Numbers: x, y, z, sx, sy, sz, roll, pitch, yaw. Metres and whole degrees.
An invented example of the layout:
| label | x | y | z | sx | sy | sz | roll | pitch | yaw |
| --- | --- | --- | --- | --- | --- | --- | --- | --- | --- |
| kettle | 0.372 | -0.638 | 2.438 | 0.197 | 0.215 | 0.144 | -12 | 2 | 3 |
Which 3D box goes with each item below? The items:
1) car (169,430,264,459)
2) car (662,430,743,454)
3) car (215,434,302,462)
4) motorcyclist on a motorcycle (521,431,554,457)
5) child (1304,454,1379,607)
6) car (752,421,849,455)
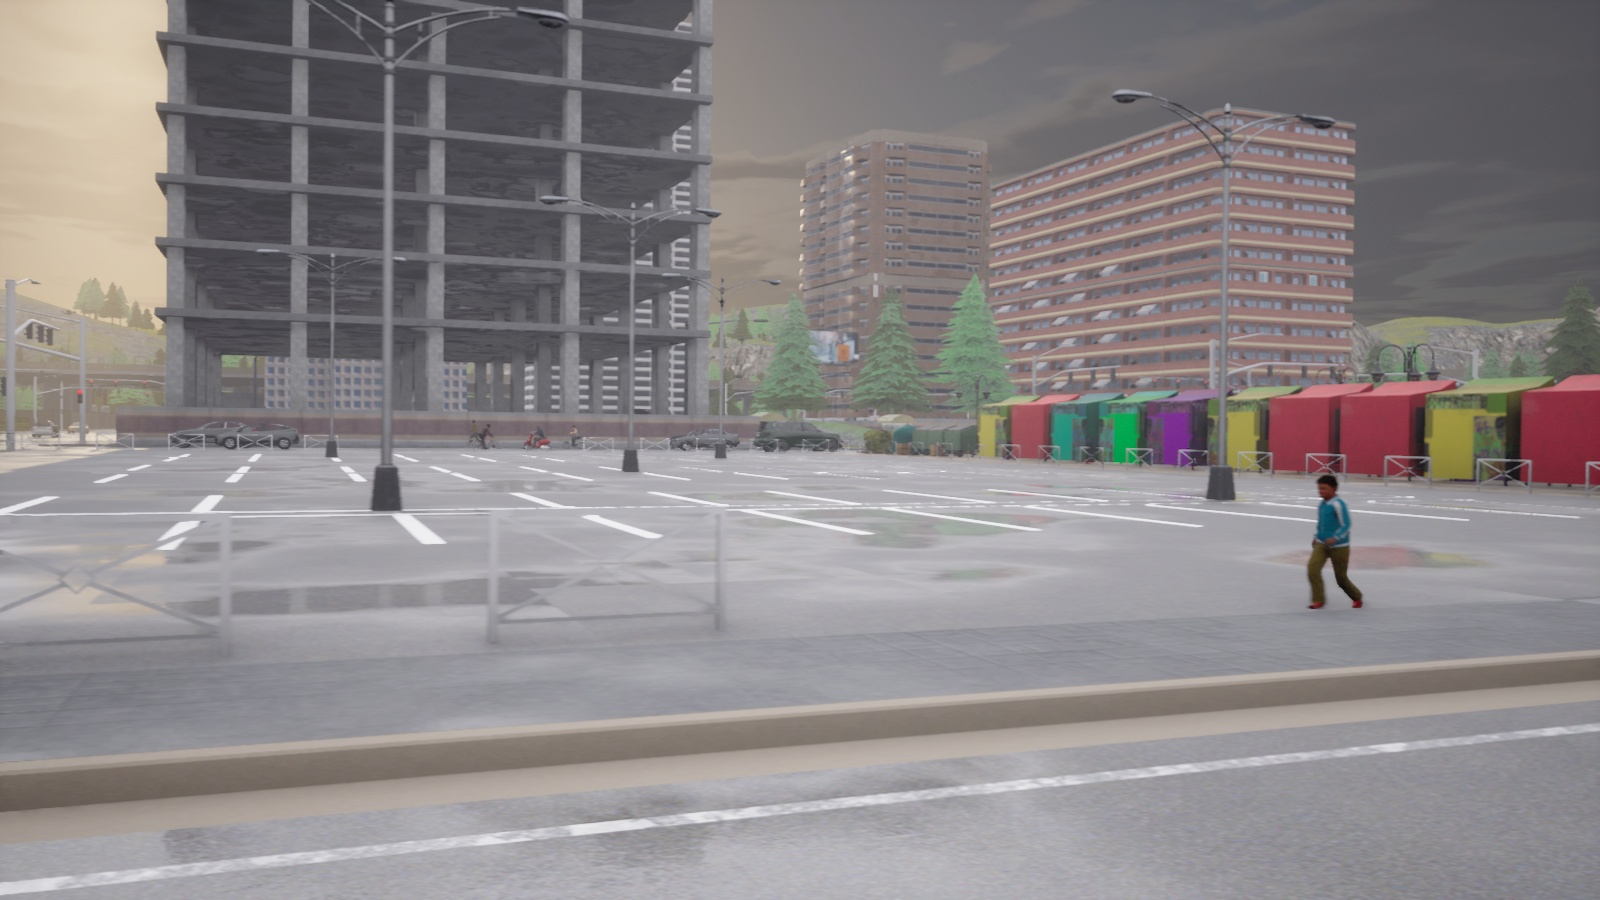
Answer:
| label | x | y | z | sx | sy | sz | roll | pitch | yaw |
| --- | --- | --- | --- | --- | --- | --- | --- | --- | --- |
| car | -34.582 | -0.333 | 74.580 | 5.027 | 1.651 | 2.152 | -1 | 1 | -22 |
| car | -6.389 | -0.546 | 82.406 | 4.902 | 1.511 | 2.128 | -1 | 1 | -22 |
| car | -31.116 | -0.160 | 72.224 | 4.514 | 1.525 | 2.007 | -1 | 1 | -22 |
| motorcyclist on a motorcycle | -16.362 | -0.389 | 78.300 | 1.817 | 1.590 | 0.866 | -1 | 1 | -22 |
| child | 4.374 | 0.635 | 10.141 | 0.448 | 1.192 | 0.343 | -1 | 1 | -24 |
| car | 0.032 | -0.766 | 77.477 | 5.566 | 2.045 | 2.150 | -1 | 1 | -22 |
